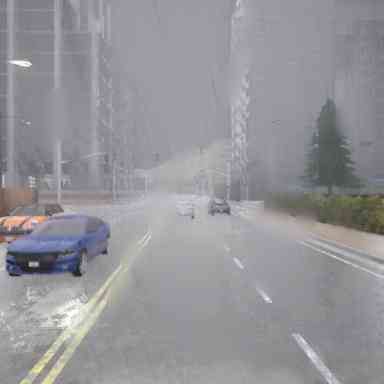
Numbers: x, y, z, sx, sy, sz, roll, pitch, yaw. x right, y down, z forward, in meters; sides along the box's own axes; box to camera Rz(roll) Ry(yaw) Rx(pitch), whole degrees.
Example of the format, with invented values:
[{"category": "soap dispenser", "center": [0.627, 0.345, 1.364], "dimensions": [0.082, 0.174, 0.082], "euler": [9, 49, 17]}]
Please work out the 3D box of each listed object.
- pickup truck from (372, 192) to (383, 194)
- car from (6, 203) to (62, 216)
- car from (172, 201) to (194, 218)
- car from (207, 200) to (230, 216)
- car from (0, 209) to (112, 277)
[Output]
[{"category": "pickup truck", "center": [39.556, 1.059, 69.008], "dimensions": [6.274, 2.098, 2.390], "euler": [0, 0, 28]}, {"category": "car", "center": [-7.532, 1.352, 15.907], "dimensions": [2.097, 1.767, 4.553], "euler": [0, 0, -1]}, {"category": "car", "center": [-0.793, 1.525, 29.704], "dimensions": [1.812, 1.442, 4.674], "euler": [0, 0, -2]}, {"category": "car", "center": [2.623, 1.492, 32.985], "dimensions": [2.128, 1.511, 4.902], "euler": [0, 0, -2]}, {"category": "car", "center": [-3.873, 1.477, 10.495], "dimensions": [1.882, 1.535, 5.008], "euler": [0, 0, -2]}]
